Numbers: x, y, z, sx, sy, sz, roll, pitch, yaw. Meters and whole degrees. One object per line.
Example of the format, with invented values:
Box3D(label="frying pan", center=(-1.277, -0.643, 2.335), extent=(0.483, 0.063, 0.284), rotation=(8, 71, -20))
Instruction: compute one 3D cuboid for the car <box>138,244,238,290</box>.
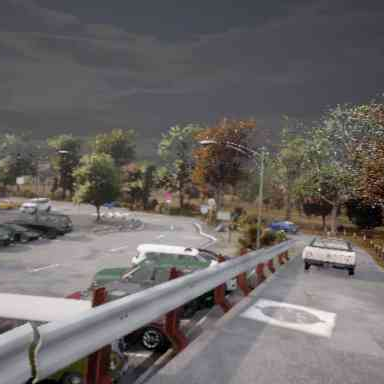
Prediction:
Box3D(label="car", center=(-0.409, 3.986, 17.447), extent=(5.566, 2.045, 2.435), rotation=(4, 2, 4))

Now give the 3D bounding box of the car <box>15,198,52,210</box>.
Box3D(label="car", center=(-22.502, 1.993, 48.290), extent=(2.435, 2.045, 5.566), rotation=(3, 2, 5))

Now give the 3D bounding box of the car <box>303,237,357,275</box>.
Box3D(label="car", center=(6.033, 2.631, 14.452), extent=(1.895, 1.301, 4.718), rotation=(4, -3, 25))

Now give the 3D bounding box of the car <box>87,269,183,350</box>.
Box3D(label="car", center=(-2.831, 4.123, 11.893), extent=(4.553, 1.767, 2.185), rotation=(4, 2, 3))

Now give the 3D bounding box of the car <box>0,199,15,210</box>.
Box3D(label="car", center=(-27.946, 1.874, 51.043), extent=(1.946, 1.575, 5.366), rotation=(3, 2, 5))

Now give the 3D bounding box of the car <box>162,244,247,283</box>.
Box3D(label="car", center=(0.781, 4.260, 20.227), extent=(4.792, 1.488, 2.163), rotation=(4, 2, 4))

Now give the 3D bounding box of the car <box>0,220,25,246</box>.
Box3D(label="car", center=(-15.844, 2.968, 24.374), extent=(5.566, 2.045, 2.435), rotation=(2, 1, 4))

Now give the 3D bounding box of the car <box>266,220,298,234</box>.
Box3D(label="car", center=(10.156, 3.926, 37.966), extent=(1.812, 1.442, 4.674), rotation=(3, -1, -21))

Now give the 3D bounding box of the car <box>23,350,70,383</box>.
Box3D(label="car", center=(-5.285, 4.258, 6.363), extent=(4.892, 1.521, 2.231), rotation=(4, 2, 3))

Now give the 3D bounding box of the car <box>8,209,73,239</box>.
Box3D(label="car", center=(-13.531, 2.955, 29.785), extent=(5.566, 2.045, 2.435), rotation=(2, 1, 4))

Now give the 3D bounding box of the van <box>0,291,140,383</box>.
Box3D(label="van", center=(-3.950, 4.034, 9.127), extent=(4.442, 1.987, 1.878), rotation=(4, 2, 3))

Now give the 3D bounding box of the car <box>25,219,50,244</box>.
Box3D(label="car", center=(-14.676, 3.242, 27.102), extent=(4.792, 1.488, 2.163), rotation=(2, 1, 3))

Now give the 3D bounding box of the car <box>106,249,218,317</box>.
Box3D(label="car", center=(-1.672, 3.988, 14.658), extent=(5.566, 2.045, 2.435), rotation=(4, 2, 3))
